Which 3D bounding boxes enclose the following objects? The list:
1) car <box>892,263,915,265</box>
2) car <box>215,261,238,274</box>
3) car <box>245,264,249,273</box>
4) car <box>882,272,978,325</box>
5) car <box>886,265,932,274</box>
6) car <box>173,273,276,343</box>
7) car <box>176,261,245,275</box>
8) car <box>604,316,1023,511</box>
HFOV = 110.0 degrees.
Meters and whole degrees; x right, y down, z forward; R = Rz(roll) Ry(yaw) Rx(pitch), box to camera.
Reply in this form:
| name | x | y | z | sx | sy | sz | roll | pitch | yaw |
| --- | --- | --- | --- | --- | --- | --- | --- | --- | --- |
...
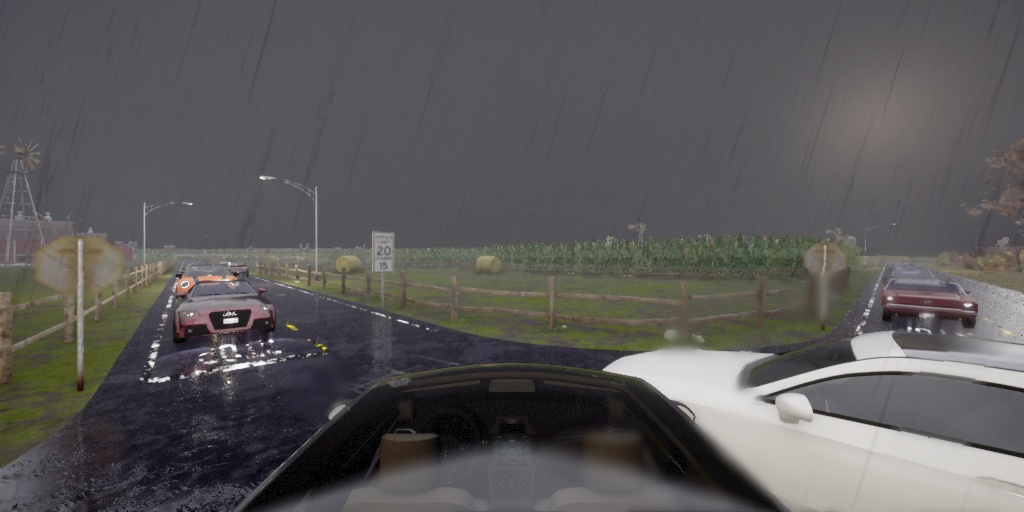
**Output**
| name | x | y | z | sx | sy | sz | roll | pitch | yaw |
| --- | --- | --- | --- | --- | --- | --- | --- | --- | --- |
| car | 27.083 | 1.403 | 24.663 | 4.181 | 1.385 | 1.994 | 0 | 1 | -43 |
| car | -34.174 | 1.329 | 42.865 | 1.837 | 1.490 | 4.892 | 0 | 0 | -42 |
| car | -27.371 | 1.303 | 35.482 | 2.128 | 1.511 | 4.902 | 0 | 0 | -42 |
| car | 13.394 | 1.398 | 11.693 | 4.718 | 1.301 | 1.895 | 0 | 1 | -44 |
| car | 20.398 | 1.364 | 18.334 | 5.357 | 1.411 | 2.033 | 0 | 1 | -43 |
| car | -8.047 | 1.360 | 9.981 | 1.994 | 1.385 | 4.181 | 0 | 0 | -43 |
| car | -13.894 | 1.149 | 16.400 | 2.097 | 1.767 | 4.553 | 0 | 0 | -42 |
| car | 2.815 | 1.293 | 2.513 | 1.812 | 1.442 | 4.674 | 0 | 1 | -45 |
